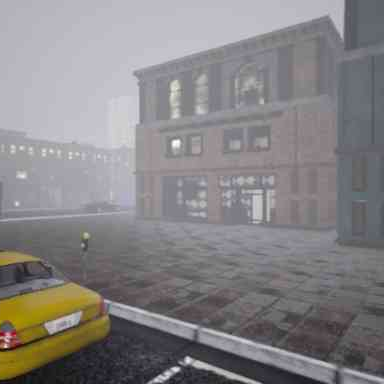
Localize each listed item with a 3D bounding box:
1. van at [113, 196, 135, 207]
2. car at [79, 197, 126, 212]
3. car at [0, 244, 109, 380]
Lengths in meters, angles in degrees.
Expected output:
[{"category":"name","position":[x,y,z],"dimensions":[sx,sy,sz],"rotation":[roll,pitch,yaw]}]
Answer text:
[{"category":"van","position":[-10.998,1.490,53.041],"dimensions":[1.690,1.788,3.998],"rotation":[0,0,35]},{"category":"car","position":[-10.451,1.647,39.151],"dimensions":[1.887,1.381,4.507],"rotation":[0,0,35]},{"category":"car","position":[-3.400,1.521,5.301],"dimensions":[4.829,1.417,1.752],"rotation":[0,0,36]}]
